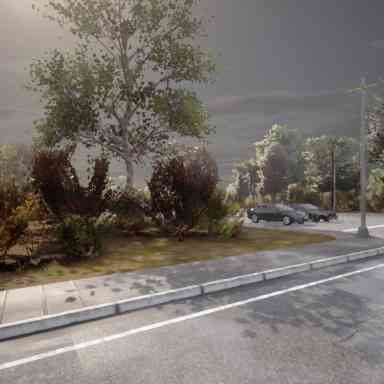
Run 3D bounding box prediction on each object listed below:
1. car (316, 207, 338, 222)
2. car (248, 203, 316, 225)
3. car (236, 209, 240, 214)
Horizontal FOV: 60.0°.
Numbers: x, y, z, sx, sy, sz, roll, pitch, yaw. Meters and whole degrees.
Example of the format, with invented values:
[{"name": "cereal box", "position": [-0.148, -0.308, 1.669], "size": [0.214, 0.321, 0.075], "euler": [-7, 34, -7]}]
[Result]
[{"name": "car", "position": [8.988, 1.640, 27.145], "size": [2.033, 1.411, 5.357], "euler": [0, -1, -39]}, {"name": "car", "position": [6.328, 1.596, 24.820], "size": [1.837, 1.490, 4.892], "euler": [0, -1, -39]}, {"name": "car", "position": [2.361, 1.468, 34.888], "size": [2.150, 2.045, 5.566], "euler": [0, -1, -43]}]
